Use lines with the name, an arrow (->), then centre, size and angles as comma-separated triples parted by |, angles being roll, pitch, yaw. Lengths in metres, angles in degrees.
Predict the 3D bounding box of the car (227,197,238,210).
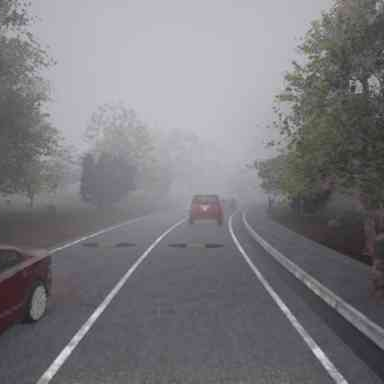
car -> 4.613, 1.396, 41.881 | 2.128, 1.511, 4.902 | 1, 0, 15

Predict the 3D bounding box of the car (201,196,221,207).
car -> 2.827, 1.378, 49.020 | 1.994, 1.385, 4.181 | 2, 0, 18

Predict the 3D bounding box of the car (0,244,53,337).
car -> -3.556, 1.460, 4.218 | 1.882, 1.535, 5.008 | 0, 0, 1

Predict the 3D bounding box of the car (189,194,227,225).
car -> 1.109, 1.146, 23.436 | 2.150, 2.045, 5.566 | 1, 0, 7
